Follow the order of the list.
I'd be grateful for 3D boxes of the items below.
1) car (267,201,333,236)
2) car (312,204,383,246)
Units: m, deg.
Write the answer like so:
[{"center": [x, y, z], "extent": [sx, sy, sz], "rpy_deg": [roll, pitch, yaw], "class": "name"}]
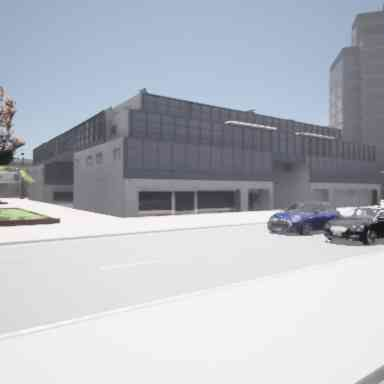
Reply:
[{"center": [6.250, 1.321, 18.241], "extent": [4.553, 1.767, 2.097], "rpy_deg": [0, 0, -35], "class": "car"}, {"center": [8.035, 1.463, 15.217], "extent": [4.902, 1.511, 2.128], "rpy_deg": [0, 0, -35], "class": "car"}]
